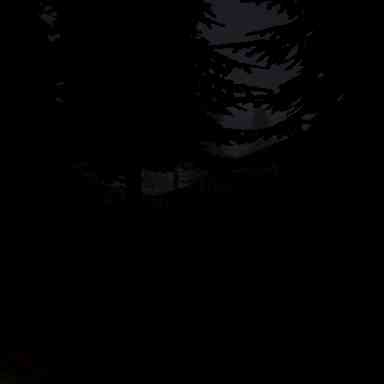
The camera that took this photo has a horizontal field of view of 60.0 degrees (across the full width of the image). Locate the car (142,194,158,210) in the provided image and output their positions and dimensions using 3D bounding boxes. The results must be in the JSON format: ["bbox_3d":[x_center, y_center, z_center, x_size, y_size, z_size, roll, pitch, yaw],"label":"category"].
[{"bbox_3d":[-6.438,1.206,39.240,2.150,2.045,5.566,0,0,37],"label":"car"}]
